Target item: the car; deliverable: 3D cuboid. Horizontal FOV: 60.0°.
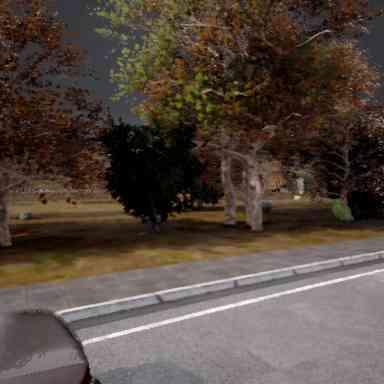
[{"bbox_3d":[-3.178,1.536,1.636,5.357,1.411,2.033,0,0,-36],"label":"car"}]
